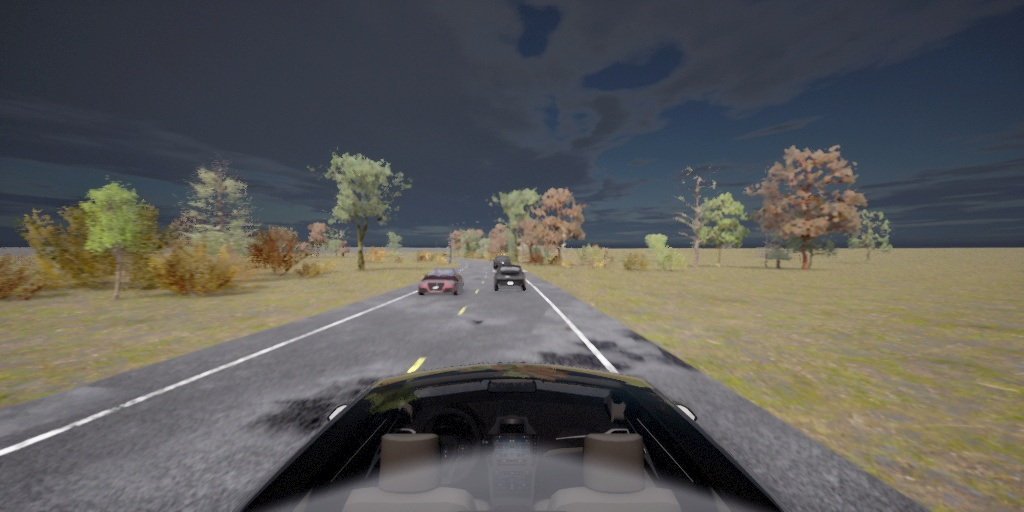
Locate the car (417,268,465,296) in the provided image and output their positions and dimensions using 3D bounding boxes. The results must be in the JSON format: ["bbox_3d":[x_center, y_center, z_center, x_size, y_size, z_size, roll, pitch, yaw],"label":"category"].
[{"bbox_3d":[-3.728,1.347,19.432,1.994,1.385,4.181,0,0,-1],"label":"car"}]

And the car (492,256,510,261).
[{"bbox_3d":[-1.359,0.990,46.951,2.150,2.045,5.566,0,0,-4],"label":"car"}]

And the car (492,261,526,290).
[{"bbox_3d":[-0.182,1.274,22.687,1.837,1.490,4.892,0,0,-2],"label":"car"}]
